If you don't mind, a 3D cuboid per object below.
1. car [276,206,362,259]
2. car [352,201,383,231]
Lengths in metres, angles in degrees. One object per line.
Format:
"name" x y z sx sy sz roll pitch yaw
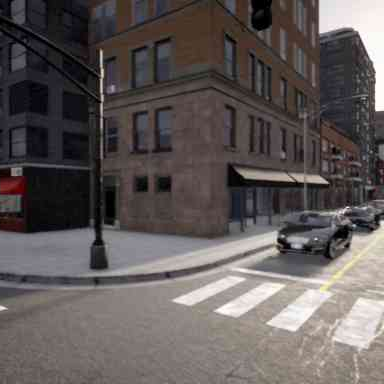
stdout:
"car" 4.832 1.491 12.815 2.128 1.511 4.902 0 0 36
"car" 10.750 1.540 21.125 2.033 1.411 5.357 0 0 35
